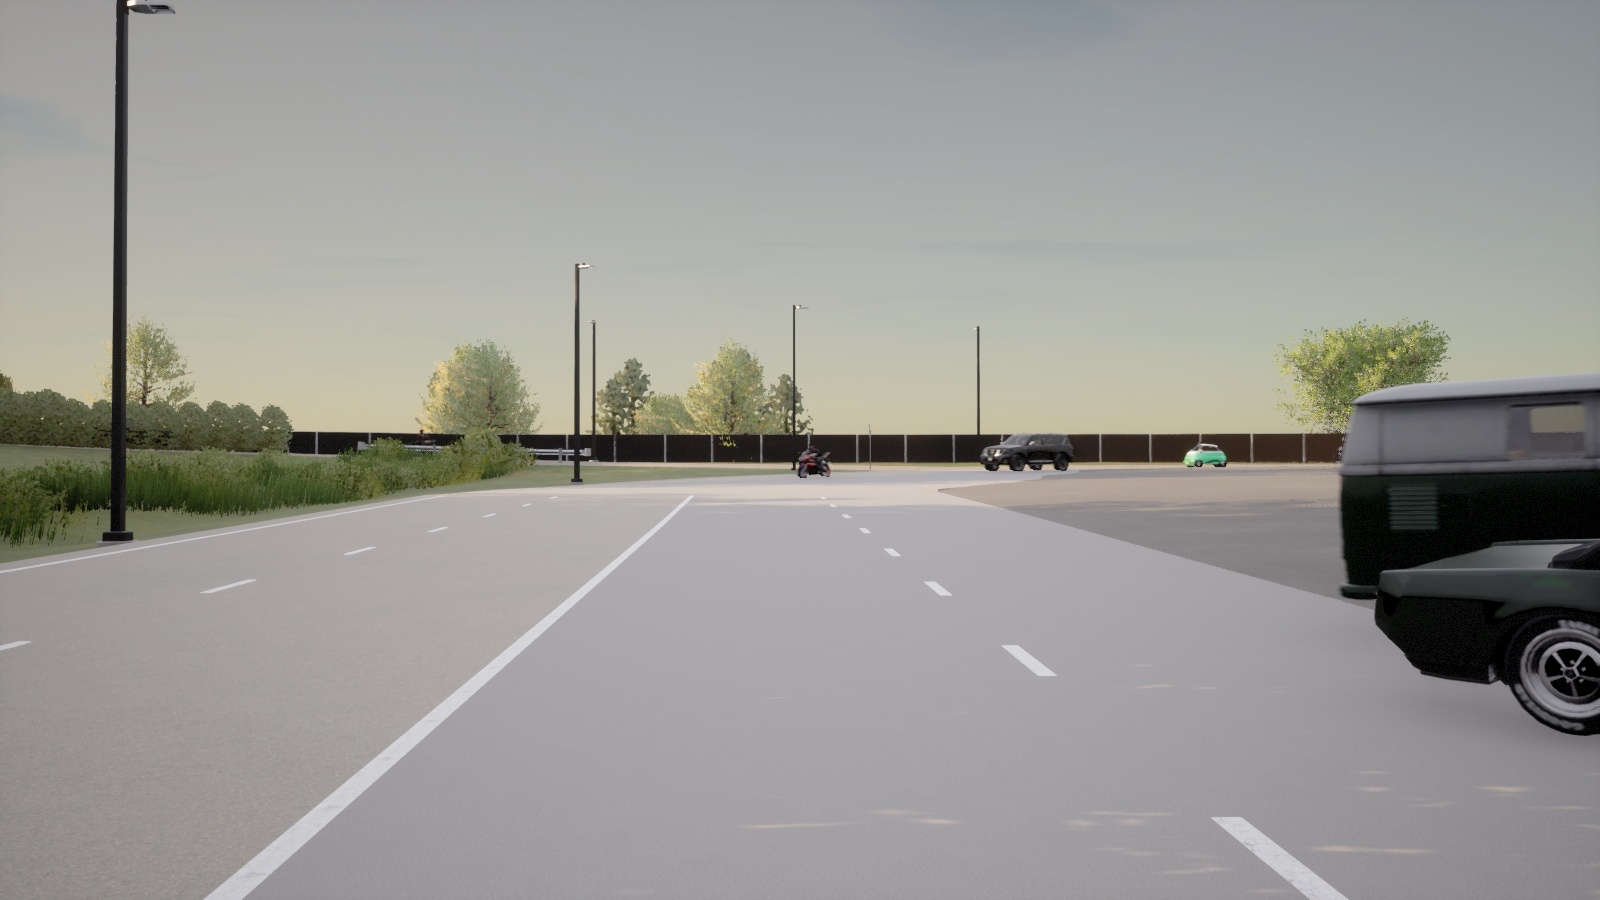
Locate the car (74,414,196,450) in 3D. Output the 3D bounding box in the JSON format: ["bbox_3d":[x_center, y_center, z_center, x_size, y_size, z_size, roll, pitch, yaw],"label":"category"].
[{"bbox_3d":[-32.731,-0.849,61.985,1.882,1.535,5.008,0,-2,32],"label":"car"}]

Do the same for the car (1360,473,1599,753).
[{"bbox_3d":[5.490,0.803,6.020,1.895,1.301,4.718,-4,1,-42],"label":"car"}]

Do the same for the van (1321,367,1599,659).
[{"bbox_3d":[6.332,0.394,8.986,4.442,1.987,1.775,-3,0,35],"label":"van"}]

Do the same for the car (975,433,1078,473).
[{"bbox_3d":[12.114,0.140,66.949,5.566,2.045,2.150,0,0,-35],"label":"car"}]

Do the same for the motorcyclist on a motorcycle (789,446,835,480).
[{"bbox_3d":[0.580,0.572,57.744,0.866,1.530,2.191,1,1,42],"label":"motorcyclist on a motorcycle"}]

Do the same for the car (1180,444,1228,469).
[{"bbox_3d":[23.357,0.376,72.580,2.207,1.376,1.481,0,-1,-6],"label":"car"}]
